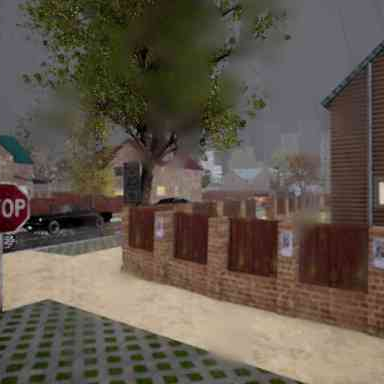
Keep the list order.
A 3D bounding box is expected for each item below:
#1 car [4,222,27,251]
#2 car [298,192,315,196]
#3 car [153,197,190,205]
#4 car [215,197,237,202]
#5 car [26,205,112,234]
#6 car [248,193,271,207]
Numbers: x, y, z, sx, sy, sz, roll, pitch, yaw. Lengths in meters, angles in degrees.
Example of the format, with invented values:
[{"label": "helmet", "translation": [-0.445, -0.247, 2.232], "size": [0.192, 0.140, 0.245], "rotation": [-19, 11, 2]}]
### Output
[{"label": "car", "translation": [-7.299, 1.304, 9.907], "size": [1.837, 1.490, 4.892], "rotation": [-4, 1, 3]}, {"label": "car", "translation": [18.171, 0.764, 52.610], "size": [2.097, 1.767, 4.553], "rotation": [0, 0, 31]}, {"label": "car", "translation": [-1.658, 1.189, 25.669], "size": [1.837, 1.490, 4.892], "rotation": [0, 0, 31]}, {"label": "car", "translation": [3.393, 1.211, 33.961], "size": [1.895, 1.301, 4.718], "rotation": [0, 0, 31]}, {"label": "car", "translation": [-6.542, 1.356, 17.603], "size": [1.895, 1.301, 4.718], "rotation": [0, 0, 31]}, {"label": "car", "translation": [8.622, 0.886, 42.491], "size": [2.097, 1.767, 4.553], "rotation": [0, 0, 32]}]
